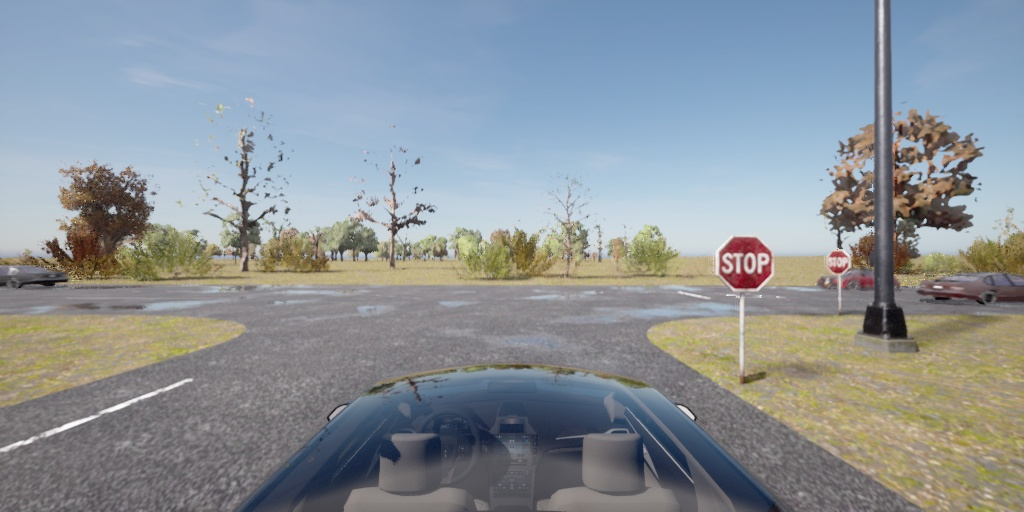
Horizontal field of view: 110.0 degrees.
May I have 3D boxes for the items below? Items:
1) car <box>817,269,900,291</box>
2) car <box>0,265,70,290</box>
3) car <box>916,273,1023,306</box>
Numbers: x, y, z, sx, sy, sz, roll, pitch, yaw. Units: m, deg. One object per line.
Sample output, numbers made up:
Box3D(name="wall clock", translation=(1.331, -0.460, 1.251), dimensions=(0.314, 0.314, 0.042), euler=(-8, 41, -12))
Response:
Box3D(name="car", translation=(22.586, 1.530, 23.497), dimensions=(4.181, 1.385, 1.994), euler=(0, 0, -2))
Box3D(name="car", translation=(-30.799, 1.283, 22.013), dimensions=(5.357, 1.411, 2.033), euler=(0, 0, -2))
Box3D(name="car", translation=(21.994, 1.476, 16.472), dimensions=(5.357, 1.411, 2.033), euler=(0, 0, -2))
